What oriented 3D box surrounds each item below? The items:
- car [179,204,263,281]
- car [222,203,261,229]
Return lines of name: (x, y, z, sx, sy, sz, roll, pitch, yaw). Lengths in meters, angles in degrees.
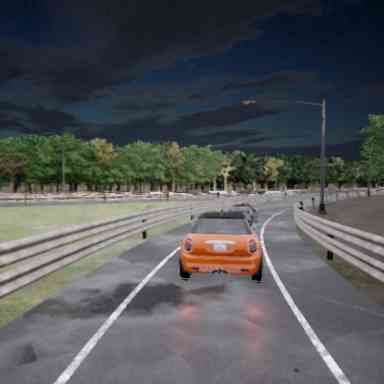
car: (0.950, 1.364, 10.141, 2.097, 1.767, 4.553, 0, 0, 7)
car: (3.622, 1.573, 23.626, 2.033, 1.411, 5.357, 0, 0, 16)
